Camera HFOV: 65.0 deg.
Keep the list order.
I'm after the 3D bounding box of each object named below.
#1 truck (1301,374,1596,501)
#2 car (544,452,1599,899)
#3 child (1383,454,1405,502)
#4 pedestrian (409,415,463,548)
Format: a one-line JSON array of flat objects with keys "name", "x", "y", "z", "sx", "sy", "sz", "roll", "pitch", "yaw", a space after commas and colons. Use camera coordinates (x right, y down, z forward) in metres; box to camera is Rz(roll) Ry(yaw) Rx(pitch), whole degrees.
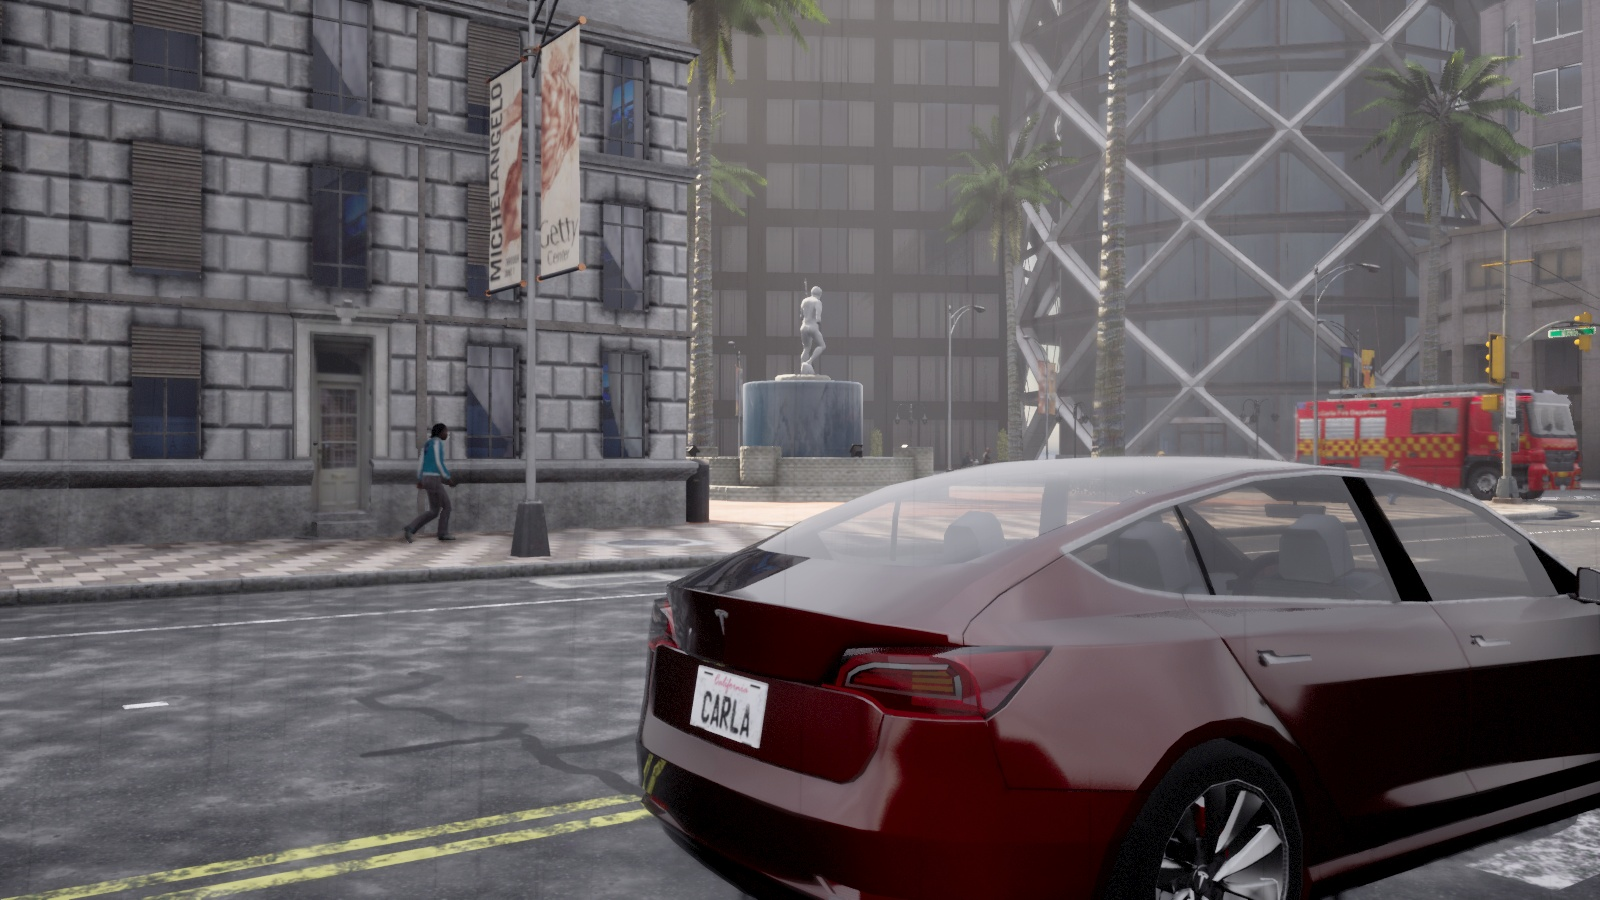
[{"name": "truck", "x": 21.554, "y": -0.362, "z": 42.337, "sx": 2.891, "sy": 3.827, "sz": 8.468, "roll": 0, "pitch": 0, "yaw": -35}, {"name": "car", "x": 1.700, "y": 0.753, "z": 4.825, "sx": 4.792, "sy": 1.488, "sz": 2.163, "roll": 0, "pitch": 0, "yaw": -35}, {"name": "child", "x": 15.614, "y": 0.729, "z": 33.013, "sx": 0.270, "sy": 1.263, "sz": 0.437, "roll": 0, "pitch": 0, "yaw": -35}, {"name": "pedestrian", "x": -5.402, "y": 0.459, "z": 18.652, "sx": 0.692, "sy": 1.930, "sz": 0.396, "roll": 0, "pitch": 0, "yaw": -30}]
